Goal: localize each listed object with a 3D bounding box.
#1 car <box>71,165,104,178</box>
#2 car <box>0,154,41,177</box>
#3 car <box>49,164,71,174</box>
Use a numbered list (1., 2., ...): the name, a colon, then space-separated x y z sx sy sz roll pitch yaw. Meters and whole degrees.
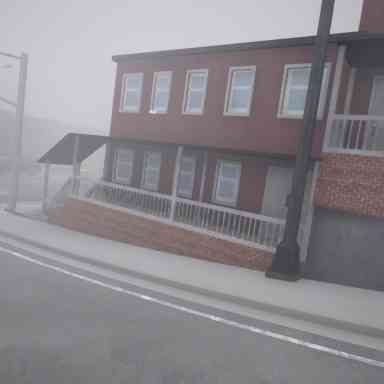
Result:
1. car: -12.083 -2.495 41.708 1.882 1.535 5.008 11 7 35
2. car: -18.022 -2.754 33.392 2.150 2.045 5.566 11 7 36
3. car: -15.853 -3.031 42.393 1.837 1.490 4.892 11 7 35
